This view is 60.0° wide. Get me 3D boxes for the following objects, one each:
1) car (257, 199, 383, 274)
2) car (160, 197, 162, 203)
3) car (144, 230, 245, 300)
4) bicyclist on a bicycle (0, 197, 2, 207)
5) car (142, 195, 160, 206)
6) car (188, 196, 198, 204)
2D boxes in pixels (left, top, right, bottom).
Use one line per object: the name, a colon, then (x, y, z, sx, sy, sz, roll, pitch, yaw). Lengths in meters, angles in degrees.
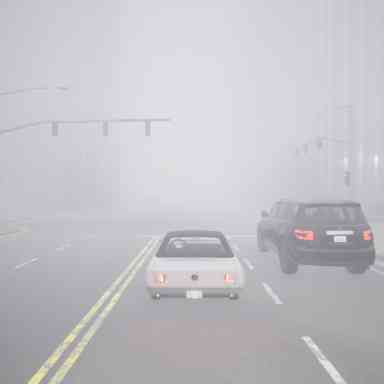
car: (3.589, 1.222, 10.699, 2.150, 2.045, 5.566, 0, 0, 0)
car: (-6.936, 1.547, 65.737, 2.033, 1.411, 5.357, 0, 0, 1)
car: (0.072, 1.601, 8.346, 1.895, 1.301, 4.718, 0, 0, 1)
bicyclist on a bicycle: (-26.356, 1.301, 45.380, 0.582, 1.620, 1.656, 0, 0, 0)
car: (-7.011, 1.352, 55.218, 2.097, 1.767, 4.553, 0, 0, 0)
car: (0.183, 1.491, 65.592, 2.128, 1.511, 4.902, 0, 0, 0)
